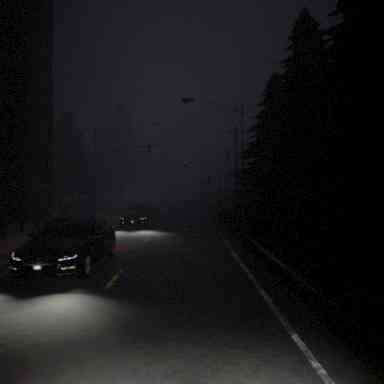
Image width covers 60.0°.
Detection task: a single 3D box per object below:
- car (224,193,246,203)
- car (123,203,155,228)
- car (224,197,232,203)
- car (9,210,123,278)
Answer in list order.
[{"bbox_3d":[8.209,1.182,63.663,3.866,1.878,1.905,0,0,-1],"label":"car"},{"bbox_3d":[-3.576,1.546,22.286,1.837,1.490,4.892,0,0,0],"label":"car"},{"bbox_3d":[8.633,1.179,61.154,4.605,1.855,1.932,0,0,-1],"label":"car"},{"bbox_3d":[-3.619,1.514,10.191,1.837,1.490,4.892,0,0,0],"label":"car"}]
